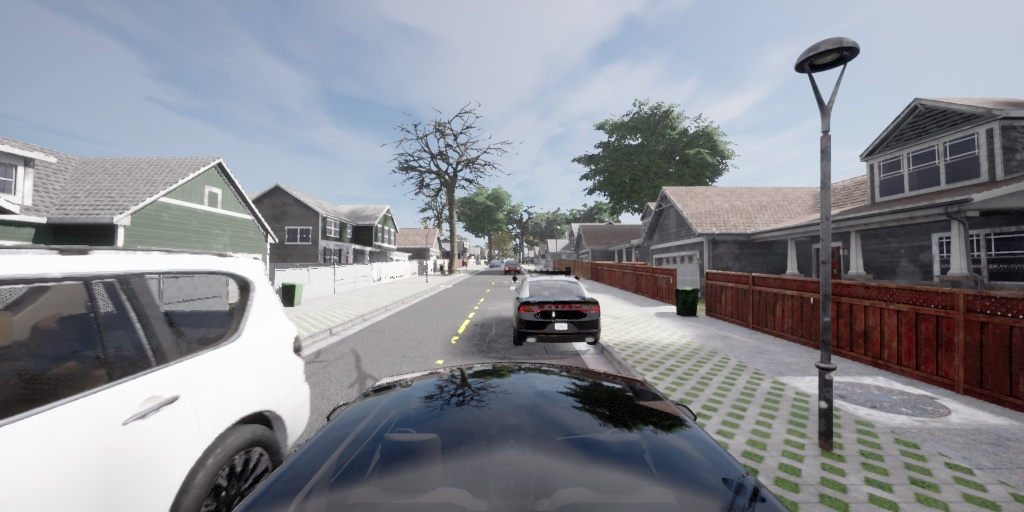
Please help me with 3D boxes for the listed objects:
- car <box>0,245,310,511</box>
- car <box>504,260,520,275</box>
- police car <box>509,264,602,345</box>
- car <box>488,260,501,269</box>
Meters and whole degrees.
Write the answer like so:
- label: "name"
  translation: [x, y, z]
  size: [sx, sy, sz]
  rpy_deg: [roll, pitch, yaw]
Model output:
- label: "car"
  translation: [-2.750, 0.971, 0.697]
  size: [2.150, 2.045, 5.566]
  rpy_deg: [0, 0, 0]
- label: "car"
  translation: [0.085, 1.379, 39.512]
  size: [1.895, 1.301, 4.718]
  rpy_deg: [0, 0, 0]
- label: "police car"
  translation: [0.964, 1.178, 9.616]
  size: [1.930, 1.638, 5.238]
  rpy_deg: [0, 0, 0]
- label: "car"
  translation: [-2.743, 1.394, 58.834]
  size: [1.812, 1.442, 4.674]
  rpy_deg: [0, 0, 0]
